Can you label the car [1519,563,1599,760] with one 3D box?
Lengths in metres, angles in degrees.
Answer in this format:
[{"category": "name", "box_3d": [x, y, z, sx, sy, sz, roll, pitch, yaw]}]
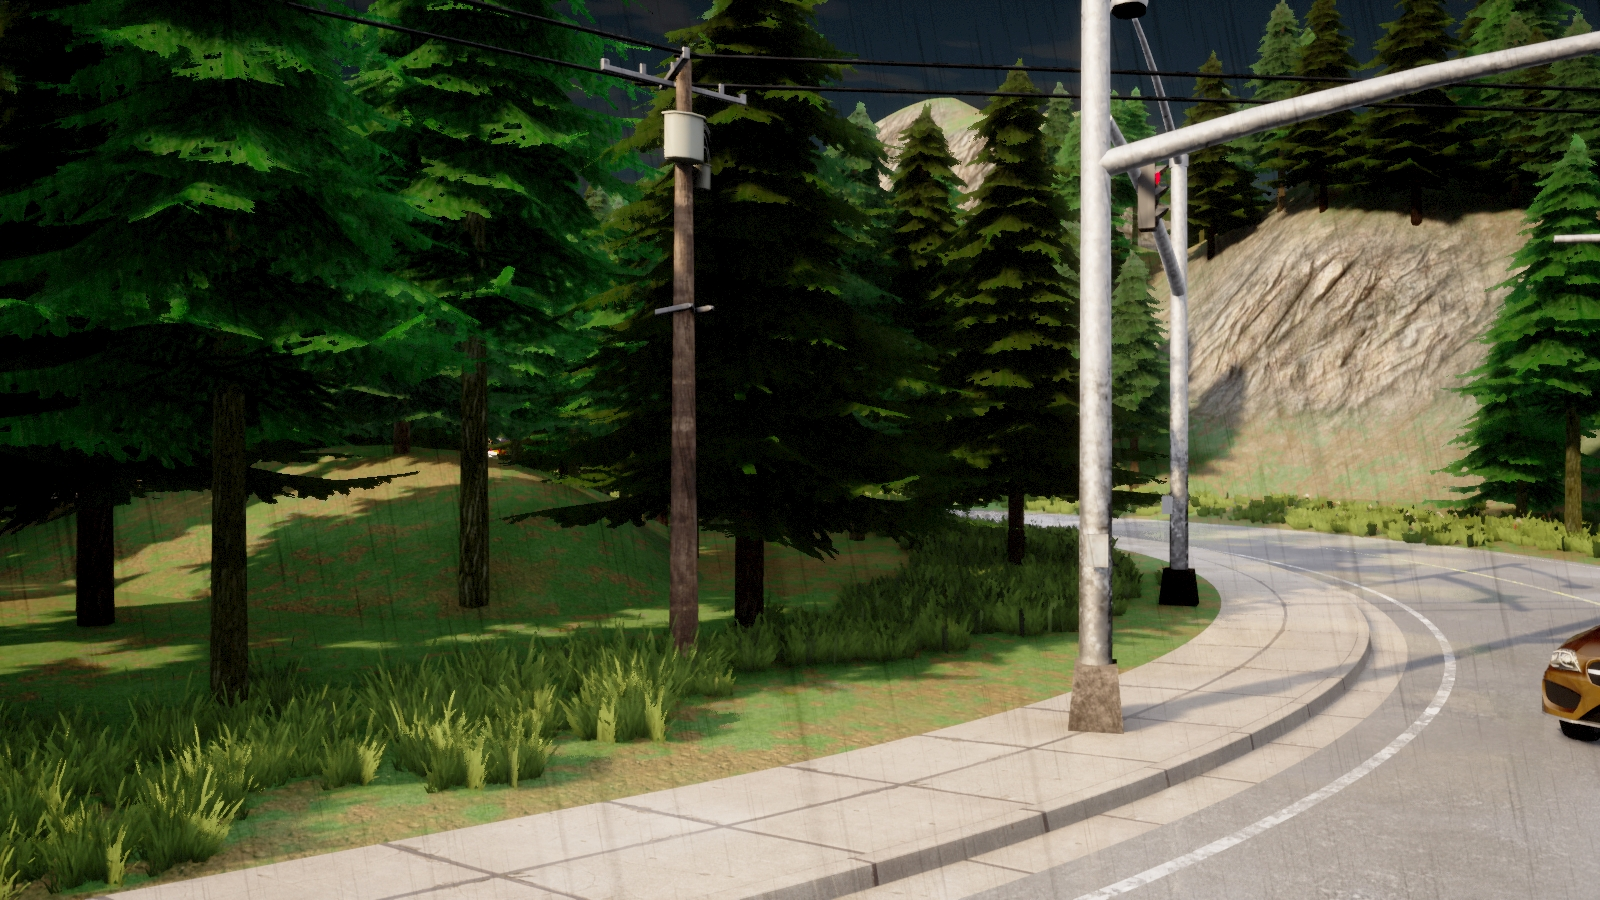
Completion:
[{"category": "car", "box_3d": [9.577, 1.970, 11.147, 5.027, 1.651, 2.152, 0, 0, -29]}]
